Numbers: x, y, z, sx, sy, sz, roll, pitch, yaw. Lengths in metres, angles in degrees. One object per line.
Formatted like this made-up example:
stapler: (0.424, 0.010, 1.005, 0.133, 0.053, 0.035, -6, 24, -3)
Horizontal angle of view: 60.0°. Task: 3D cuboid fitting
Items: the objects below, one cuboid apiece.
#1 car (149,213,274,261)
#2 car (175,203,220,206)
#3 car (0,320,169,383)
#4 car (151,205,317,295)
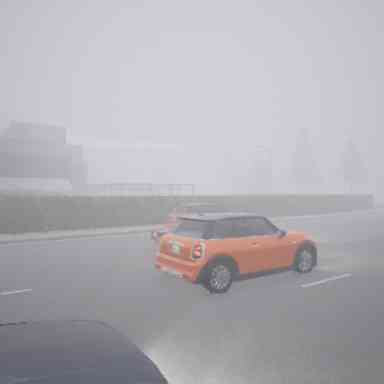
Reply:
car: (0.885, 1.601, 12.973, 4.718, 1.301, 1.895, 0, 0, -35)
car: (0.866, 1.352, 17.257, 4.553, 1.767, 2.097, 0, 0, -35)
car: (-2.692, 1.547, 1.826, 5.357, 1.411, 2.033, 0, 0, -35)
car: (1.343, 1.352, 9.002, 4.553, 1.767, 2.097, 0, 0, -35)
